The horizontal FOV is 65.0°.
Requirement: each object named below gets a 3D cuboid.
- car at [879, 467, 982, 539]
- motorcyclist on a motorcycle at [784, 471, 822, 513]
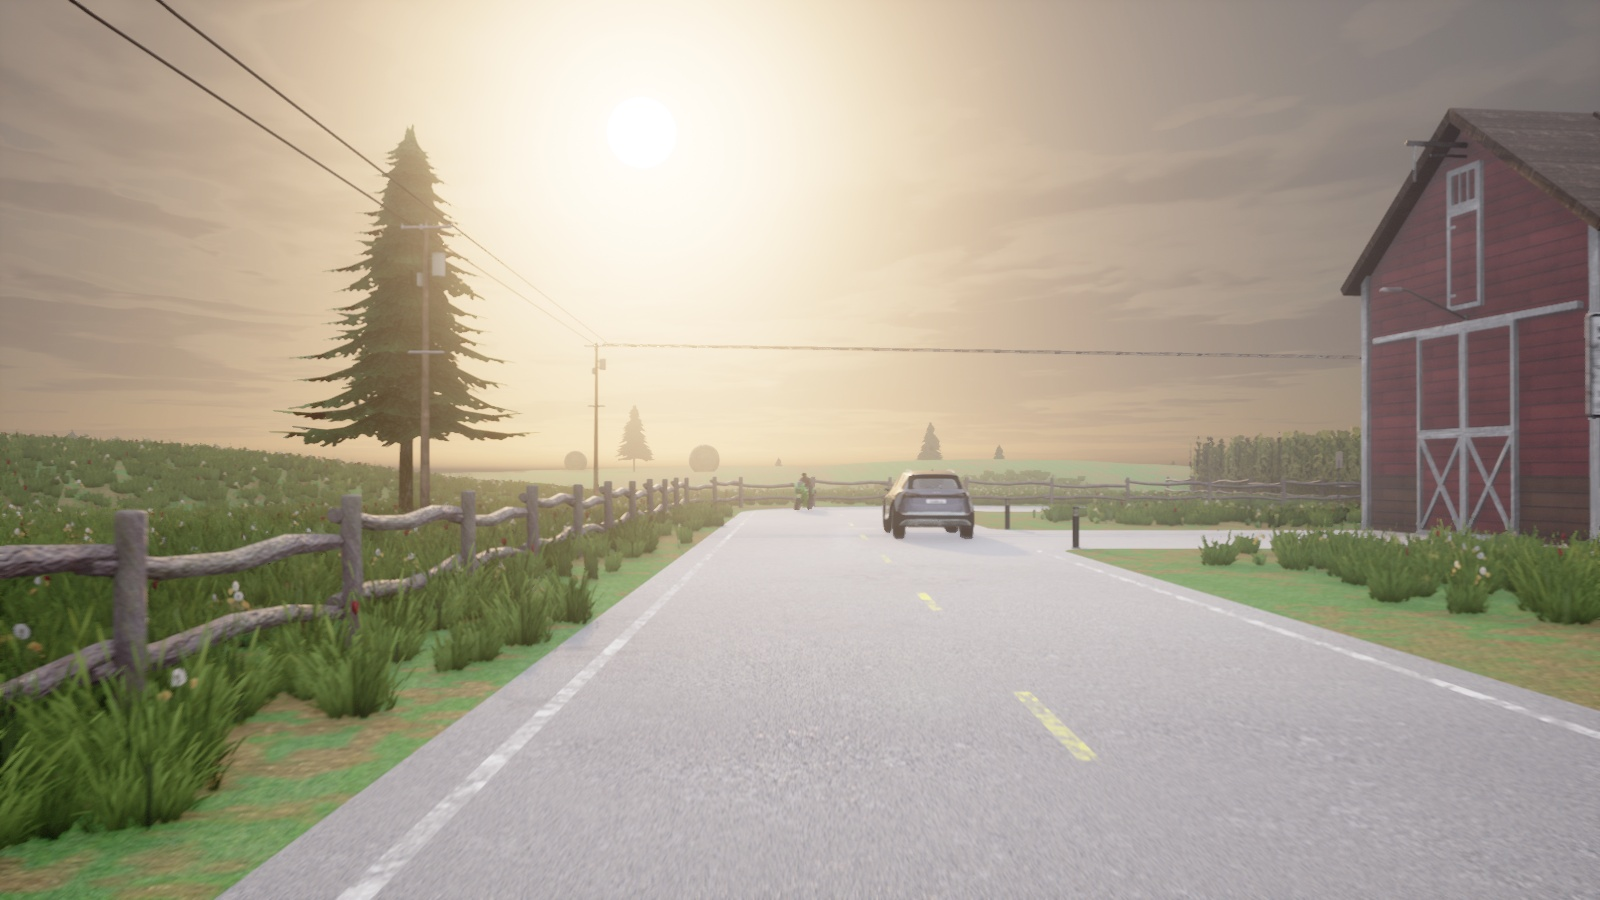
[{"bbox_3d":[3.124,1.253,31.092,2.033,1.649,4.856,0,-1,0],"label":"car"},{"bbox_3d":[0.116,1.616,48.906,0.797,1.523,2.044,3,0,19],"label":"motorcyclist on a motorcycle"}]
